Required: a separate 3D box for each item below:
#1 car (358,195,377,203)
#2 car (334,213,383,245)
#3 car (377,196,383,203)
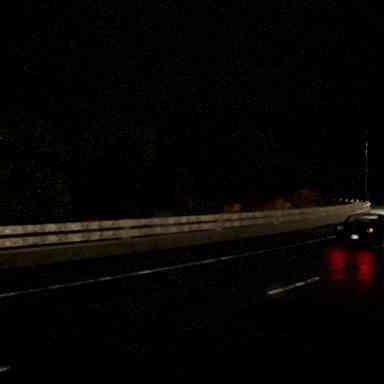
[{"bbox_3d":[38.875,1.534,74.783,2.097,1.767,4.553,0,0,7],"label":"car"},{"bbox_3d":[8.695,1.670,16.045,4.718,1.301,1.895,0,0,-44],"label":"car"},{"bbox_3d":[42.336,1.701,74.262,2.128,1.511,4.902,0,0,7],"label":"car"}]
